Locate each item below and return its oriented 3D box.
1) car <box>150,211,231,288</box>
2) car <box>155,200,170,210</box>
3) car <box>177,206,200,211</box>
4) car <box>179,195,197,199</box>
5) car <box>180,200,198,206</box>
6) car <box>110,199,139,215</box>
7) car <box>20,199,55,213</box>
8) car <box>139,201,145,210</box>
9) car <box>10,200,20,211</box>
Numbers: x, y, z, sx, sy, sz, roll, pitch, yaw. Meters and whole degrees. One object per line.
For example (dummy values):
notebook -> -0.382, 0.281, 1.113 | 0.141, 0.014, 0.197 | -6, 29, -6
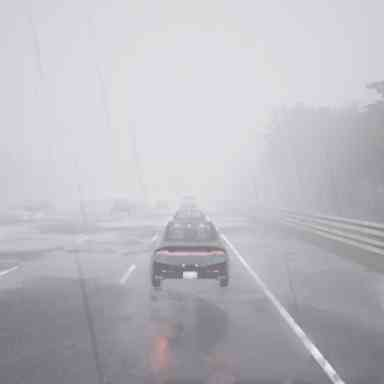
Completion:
car -> -0.052, 1.526, 9.350 | 2.128, 1.511, 4.902 | 0, 0, 0
car -> -4.039, 1.732, 45.101 | 2.033, 1.411, 5.357 | 0, 0, -1
car -> -0.146, 1.673, 18.583 | 1.895, 1.301, 4.718 | 0, 0, -1
car -> -0.532, 1.406, 44.648 | 2.150, 2.045, 5.566 | 0, 0, -1
car -> -0.297, 1.661, 28.211 | 2.033, 1.411, 5.357 | 0, 0, -1
car -> -7.349, 1.495, 35.800 | 2.097, 1.767, 4.553 | 0, 0, -1
car -> -18.126, 1.633, 39.763 | 1.882, 1.535, 5.008 | 0, 0, -1
car -> -7.537, 1.783, 45.045 | 1.895, 1.301, 4.718 | 0, 0, -1
car -> -21.695, 1.673, 43.163 | 1.837, 1.490, 4.892 | 0, 0, -1
